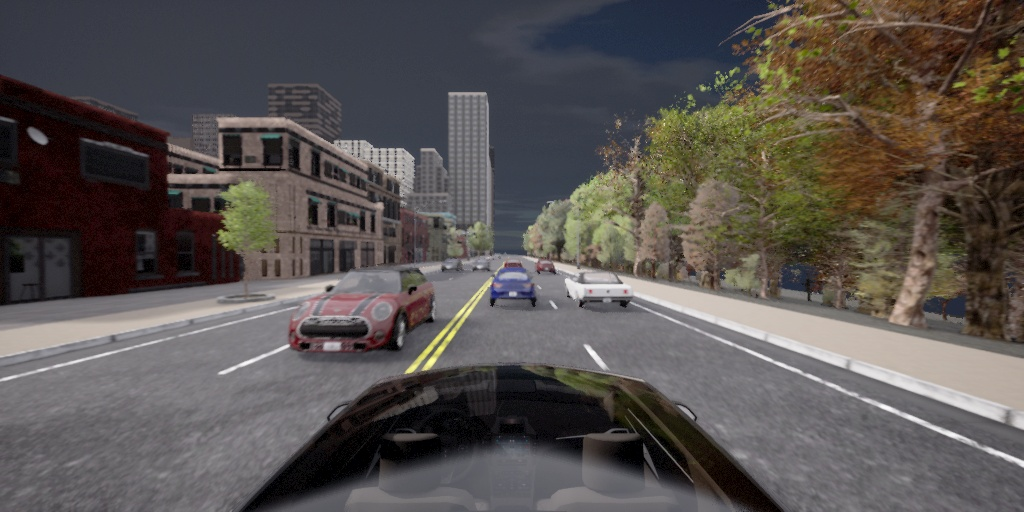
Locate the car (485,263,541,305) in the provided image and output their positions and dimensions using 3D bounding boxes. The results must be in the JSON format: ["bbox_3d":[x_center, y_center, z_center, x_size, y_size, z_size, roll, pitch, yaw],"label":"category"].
[{"bbox_3d":[0.055,1.191,15.271,1.812,1.442,4.674,0,0,1],"label":"car"}]

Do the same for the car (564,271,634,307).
[{"bbox_3d":[3.354,1.269,14.823,1.895,1.301,4.718,0,0,0],"label":"car"}]

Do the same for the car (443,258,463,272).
[{"bbox_3d":[-6.570,1.002,39.753,2.128,1.511,4.902,0,0,0],"label":"car"}]

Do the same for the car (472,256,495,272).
[{"bbox_3d":[-3.320,1.002,39.751,2.128,1.511,4.902,0,0,0],"label":"car"}]

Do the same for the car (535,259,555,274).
[{"bbox_3d":[3.356,1.052,37.024,1.812,1.442,4.674,0,1,0],"label":"car"}]

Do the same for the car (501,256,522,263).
[{"bbox_3d":[0.108,0.993,38.813,1.882,1.535,5.008,0,1,0],"label":"car"}]

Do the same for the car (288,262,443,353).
[{"bbox_3d":[-3.299,1.058,8.851,2.097,1.767,4.553,0,0,0],"label":"car"}]
